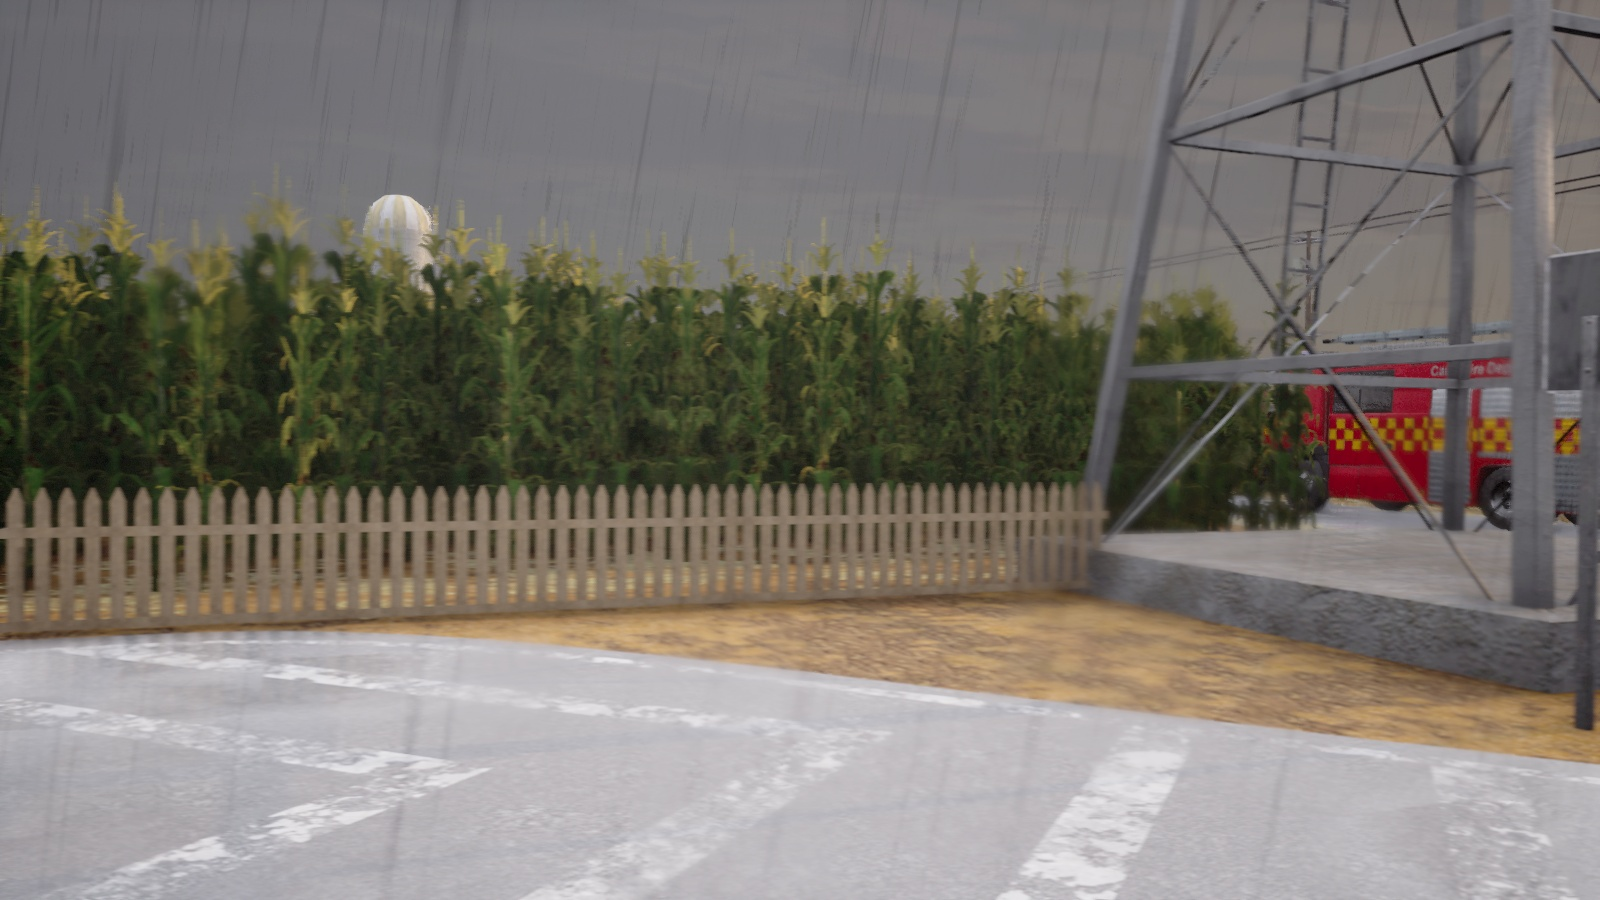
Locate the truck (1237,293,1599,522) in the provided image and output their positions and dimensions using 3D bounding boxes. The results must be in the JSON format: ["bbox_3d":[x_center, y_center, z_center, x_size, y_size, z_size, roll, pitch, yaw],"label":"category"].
[{"bbox_3d":[12.937,-0.783,25.450,2.891,3.827,8.468,-1,1,-21],"label":"truck"}]
